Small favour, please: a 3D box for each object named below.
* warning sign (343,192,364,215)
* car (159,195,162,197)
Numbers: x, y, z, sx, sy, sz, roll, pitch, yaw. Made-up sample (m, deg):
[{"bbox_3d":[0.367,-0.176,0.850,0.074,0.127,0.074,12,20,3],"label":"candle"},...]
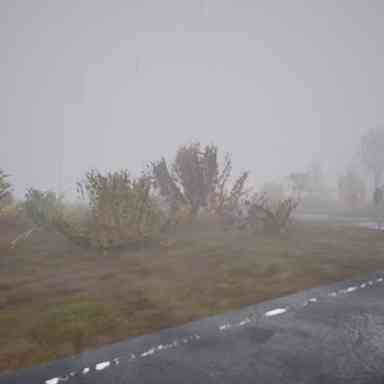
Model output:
[{"bbox_3d":[13.778,0.943,28.396,1.300,1.860,1.060,0,0,-34],"label":"warning sign"},{"bbox_3d":[-4.212,1.085,50.561,2.150,2.045,5.566,0,0,-33],"label":"car"}]
